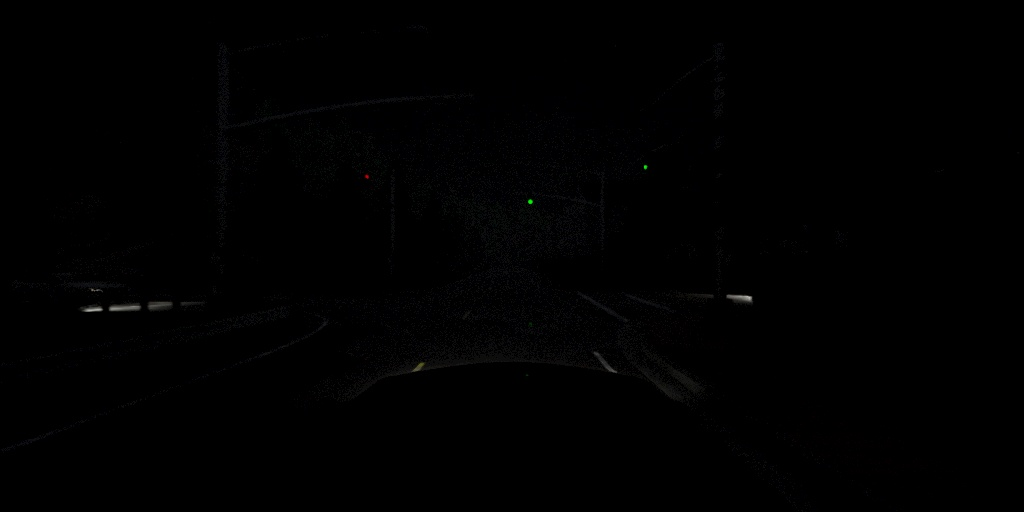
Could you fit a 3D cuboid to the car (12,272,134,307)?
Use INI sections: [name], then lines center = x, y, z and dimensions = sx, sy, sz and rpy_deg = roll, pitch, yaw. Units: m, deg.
[car]
center = -19.824, 1.434, 15.968
dimensions = 4.674, 1.442, 1.812
rpy_deg = 0, -1, -1
